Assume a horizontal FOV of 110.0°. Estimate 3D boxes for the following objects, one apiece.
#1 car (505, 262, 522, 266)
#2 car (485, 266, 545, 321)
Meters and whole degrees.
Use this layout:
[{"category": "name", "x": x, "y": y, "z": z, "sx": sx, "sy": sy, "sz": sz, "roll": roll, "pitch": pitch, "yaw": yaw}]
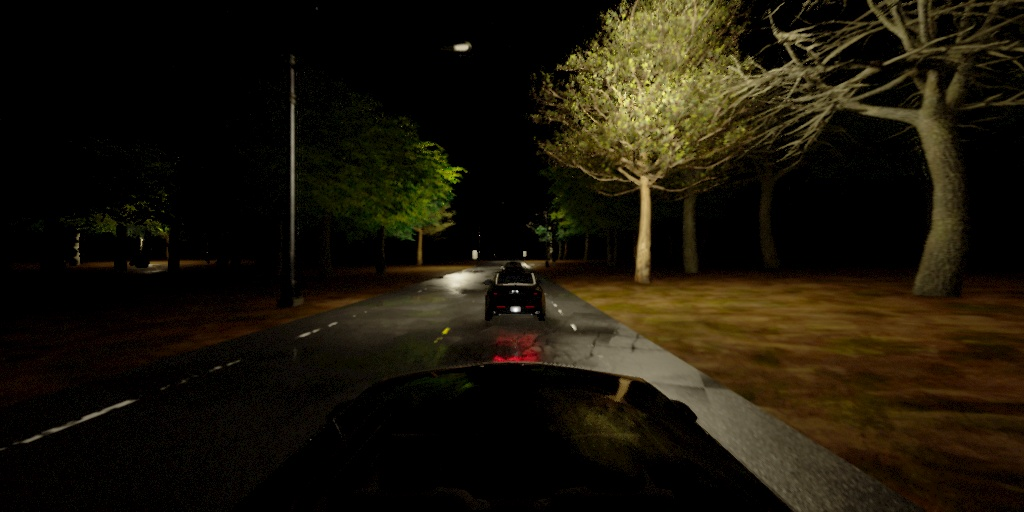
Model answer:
[{"category": "car", "x": 0.109, "y": 1.266, "z": 30.607, "sx": 1.837, "sy": 1.490, "sz": 4.892, "roll": 0, "pitch": 0, "yaw": 0}, {"category": "car", "x": 0.104, "y": 1.261, "z": 12.577, "sx": 1.837, "sy": 1.490, "sz": 4.892, "roll": 0, "pitch": 0, "yaw": 0}]
